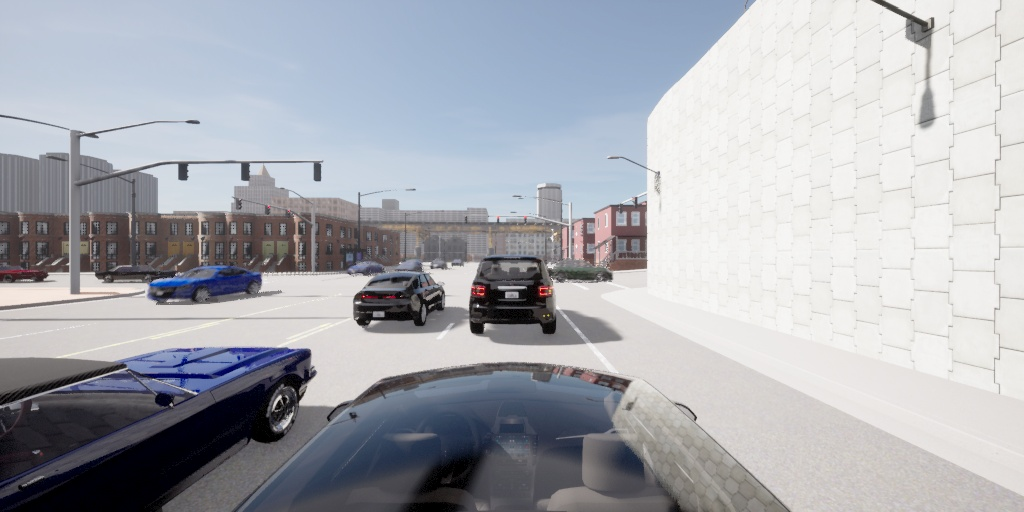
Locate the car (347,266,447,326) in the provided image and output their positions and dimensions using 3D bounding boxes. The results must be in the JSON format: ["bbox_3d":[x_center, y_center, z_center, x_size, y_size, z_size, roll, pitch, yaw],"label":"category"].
[{"bbox_3d":[-3.422,1.255,11.645,1.837,1.490,4.892,0,0,0],"label":"car"}]

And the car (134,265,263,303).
[{"bbox_3d":[-14.104,1.227,16.856,1.882,1.535,5.008,0,0,0],"label":"car"}]

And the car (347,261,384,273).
[{"bbox_3d":[-14.909,1.275,36.920,1.812,1.442,4.674,0,0,10],"label":"car"}]

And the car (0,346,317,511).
[{"bbox_3d":[-3.397,1.351,2.391,1.895,1.301,4.718,0,0,0],"label":"car"}]

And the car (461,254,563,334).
[{"bbox_3d":[0.062,0.971,10.755,2.150,2.045,5.566,0,0,1],"label":"car"}]

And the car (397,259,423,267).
[{"bbox_3d":[-10.609,1.297,37.211,2.033,1.411,5.357,0,0,0],"label":"car"}]

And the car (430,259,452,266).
[{"bbox_3d":[-10.609,1.242,52.002,2.128,1.511,4.902,0,0,0],"label":"car"}]

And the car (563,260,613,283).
[{"bbox_3d":[5.325,1.100,27.452,4.553,1.767,2.097,0,0,5],"label":"car"}]

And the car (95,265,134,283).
[{"bbox_3d":[-28.178,1.351,27.101,4.718,1.301,1.895,0,0,0],"label":"car"}]

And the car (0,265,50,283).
[{"bbox_3d":[-38.295,1.351,27.065,4.718,1.301,1.895,0,0,0],"label":"car"}]
